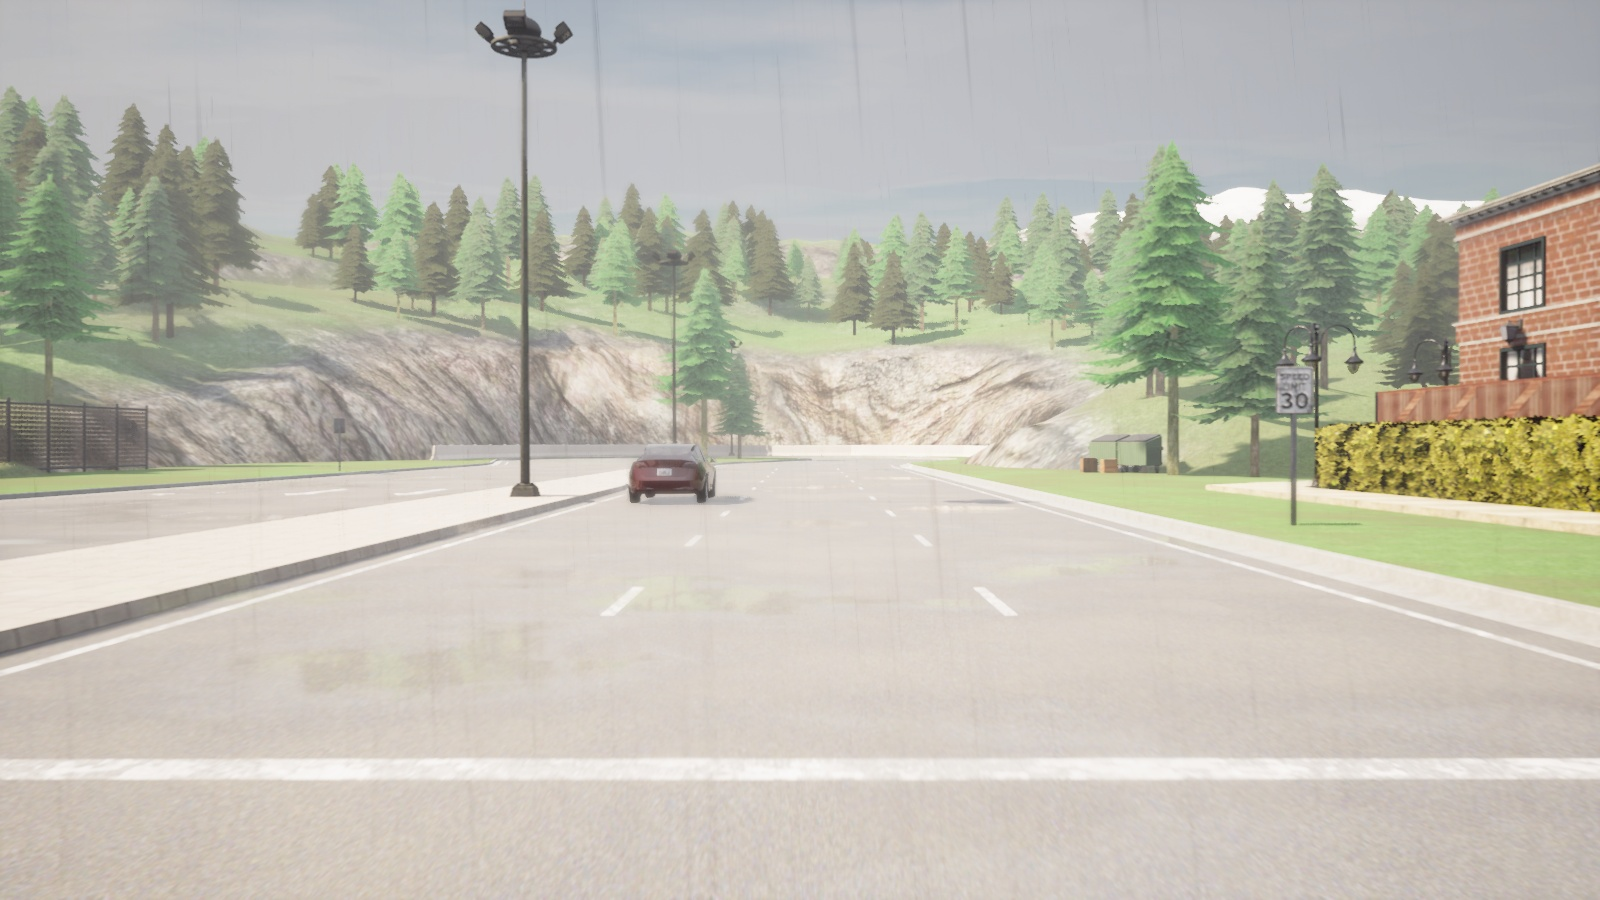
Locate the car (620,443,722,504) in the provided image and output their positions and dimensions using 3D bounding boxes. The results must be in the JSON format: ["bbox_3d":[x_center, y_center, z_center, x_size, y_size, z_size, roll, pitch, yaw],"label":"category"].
[{"bbox_3d":[-3.297,0.558,32.976,2.163,1.488,4.792,0,0,0],"label":"car"}]
